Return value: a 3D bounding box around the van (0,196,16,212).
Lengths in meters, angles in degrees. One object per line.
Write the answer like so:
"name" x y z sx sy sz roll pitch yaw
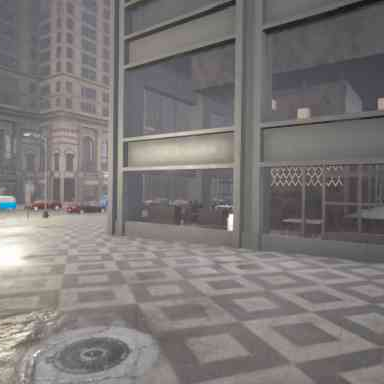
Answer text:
"van" -21.601 1.352 36.716 1.690 1.788 3.998 1 0 35

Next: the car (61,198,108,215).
"car" -11.439 1.716 36.285 1.887 1.381 4.507 1 0 35

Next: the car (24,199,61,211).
"car" -18.418 1.576 41.231 1.887 1.381 4.507 1 0 35

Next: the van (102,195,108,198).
"van" -12.045 1.414 50.259 1.690 1.788 3.998 1 0 35
